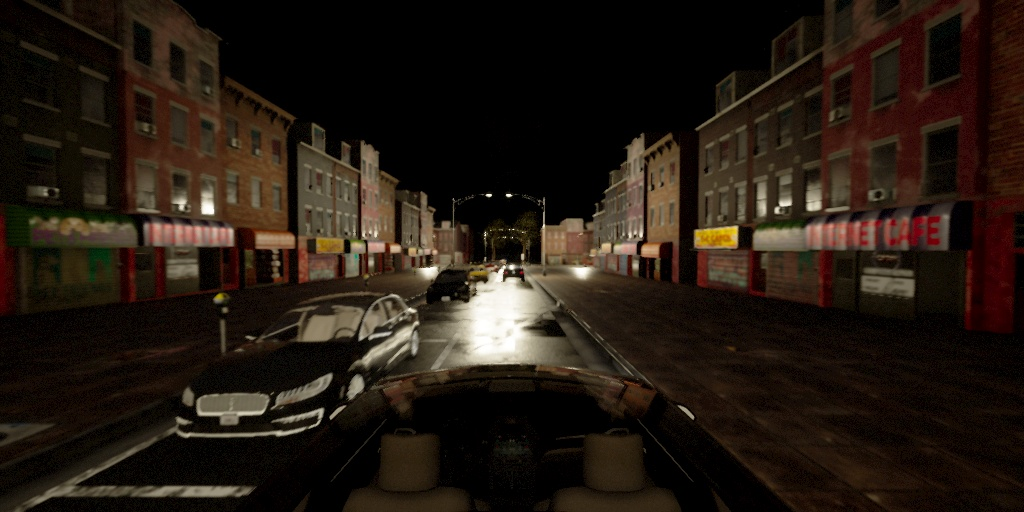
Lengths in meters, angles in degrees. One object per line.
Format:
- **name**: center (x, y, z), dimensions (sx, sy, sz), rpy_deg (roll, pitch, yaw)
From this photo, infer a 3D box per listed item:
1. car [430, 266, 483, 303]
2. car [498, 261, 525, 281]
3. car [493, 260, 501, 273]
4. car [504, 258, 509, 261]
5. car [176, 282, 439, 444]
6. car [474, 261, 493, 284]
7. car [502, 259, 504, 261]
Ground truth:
- **car**: center (-2.632, 1.322, 16.442), dimensions (1.948, 1.339, 4.313), rpy_deg (0, 0, 0)
- **car**: center (0.123, 1.346, 30.309), dimensions (2.033, 1.411, 5.357), rpy_deg (0, 0, 0)
- **car**: center (-2.616, 1.305, 43.674), dimensions (1.967, 1.591, 4.097), rpy_deg (0, 0, 0)
- **car**: center (0.125, 1.400, 48.024), dimensions (1.837, 1.490, 4.892), rpy_deg (0, 0, 0)
- **car**: center (-2.638, 1.298, 5.547), dimensions (2.007, 1.370, 4.403), rpy_deg (0, 0, 0)
- **car**: center (-2.626, 1.311, 27.165), dimensions (1.751, 1.417, 4.829), rpy_deg (0, 0, 0)
- **car**: center (-2.609, 1.489, 54.568), dimensions (2.007, 1.370, 4.403), rpy_deg (0, 0, 0)
